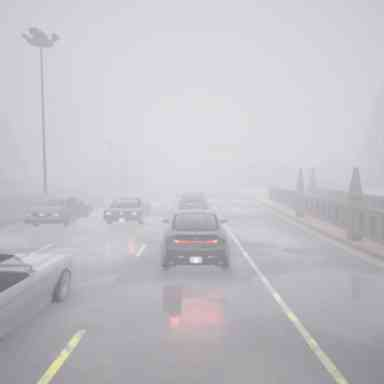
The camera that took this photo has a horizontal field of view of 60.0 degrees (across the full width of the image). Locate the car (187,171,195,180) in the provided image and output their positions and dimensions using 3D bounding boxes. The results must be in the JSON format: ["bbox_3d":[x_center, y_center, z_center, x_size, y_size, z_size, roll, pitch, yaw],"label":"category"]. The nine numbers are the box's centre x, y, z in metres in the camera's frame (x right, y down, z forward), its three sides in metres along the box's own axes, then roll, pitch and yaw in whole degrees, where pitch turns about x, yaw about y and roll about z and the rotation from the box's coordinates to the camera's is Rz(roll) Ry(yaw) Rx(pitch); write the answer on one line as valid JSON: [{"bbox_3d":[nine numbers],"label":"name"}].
[{"bbox_3d":[-0.286,-4.426,90.535,2.150,2.045,5.566,0,4,0],"label":"car"}]

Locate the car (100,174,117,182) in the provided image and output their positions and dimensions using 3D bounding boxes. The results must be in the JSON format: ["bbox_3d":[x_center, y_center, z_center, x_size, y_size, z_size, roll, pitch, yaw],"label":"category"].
[{"bbox_3d":[-17.723,-2.857,72.608,2.033,1.411,5.357,0,4,0],"label":"car"}]

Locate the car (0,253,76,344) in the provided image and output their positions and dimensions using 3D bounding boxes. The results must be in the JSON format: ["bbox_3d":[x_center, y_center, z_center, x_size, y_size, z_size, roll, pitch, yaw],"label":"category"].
[{"bbox_3d":[-3.398,1.559,4.994,1.895,1.301,4.718,0,1,0],"label":"car"}]

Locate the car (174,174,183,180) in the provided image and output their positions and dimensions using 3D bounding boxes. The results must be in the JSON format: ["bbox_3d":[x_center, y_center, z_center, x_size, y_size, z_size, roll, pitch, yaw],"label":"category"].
[{"bbox_3d":[-3.791,-4.200,91.761,1.812,1.442,4.674,0,4,0],"label":"car"}]

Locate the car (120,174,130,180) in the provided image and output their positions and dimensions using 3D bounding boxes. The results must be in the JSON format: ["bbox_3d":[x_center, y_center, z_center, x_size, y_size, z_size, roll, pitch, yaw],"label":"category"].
[{"bbox_3d":[-17.781,-4.010,88.900,1.812,1.442,4.674,0,4,0],"label":"car"}]

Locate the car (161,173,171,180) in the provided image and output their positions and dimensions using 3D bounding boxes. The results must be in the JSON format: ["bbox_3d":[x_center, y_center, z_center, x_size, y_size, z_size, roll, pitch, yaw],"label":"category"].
[{"bbox_3d":[-7.291,-4.199,91.748,1.812,1.442,4.674,0,4,0],"label":"car"}]

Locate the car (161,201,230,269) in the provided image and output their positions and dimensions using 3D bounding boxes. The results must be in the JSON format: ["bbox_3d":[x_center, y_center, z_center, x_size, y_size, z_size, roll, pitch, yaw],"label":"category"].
[{"bbox_3d":[0.091,1.300,10.465,1.837,1.490,4.892,0,2,0],"label":"car"}]

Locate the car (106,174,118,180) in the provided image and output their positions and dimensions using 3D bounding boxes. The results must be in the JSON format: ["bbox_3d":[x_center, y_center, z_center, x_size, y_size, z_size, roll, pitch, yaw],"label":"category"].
[{"bbox_3d":[-21.281,-4.055,88.885,1.882,1.535,5.008,0,4,0],"label":"car"}]

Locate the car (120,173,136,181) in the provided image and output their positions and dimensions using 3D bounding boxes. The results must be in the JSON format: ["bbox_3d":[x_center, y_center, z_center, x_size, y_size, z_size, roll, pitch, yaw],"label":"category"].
[{"bbox_3d":[-14.223,-3.170,72.569,2.150,2.045,5.566,0,4,0],"label":"car"}]

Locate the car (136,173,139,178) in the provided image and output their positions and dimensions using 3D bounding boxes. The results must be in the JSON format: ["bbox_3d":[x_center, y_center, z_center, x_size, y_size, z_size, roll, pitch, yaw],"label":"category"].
[{"bbox_3d":[-14.281,-4.181,88.931,2.097,1.767,4.553,0,4,0],"label":"car"}]

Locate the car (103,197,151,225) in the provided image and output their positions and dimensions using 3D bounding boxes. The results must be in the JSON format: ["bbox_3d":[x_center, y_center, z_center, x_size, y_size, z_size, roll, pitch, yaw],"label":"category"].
[{"bbox_3d":[-3.431,0.934,18.450,1.895,1.301,4.718,0,4,0],"label":"car"}]

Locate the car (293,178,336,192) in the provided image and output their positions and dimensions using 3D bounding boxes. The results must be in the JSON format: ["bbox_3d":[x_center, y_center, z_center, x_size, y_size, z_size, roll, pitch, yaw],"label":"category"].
[{"bbox_3d":[15.721,-0.949,42.222,4.553,1.767,2.097,0,4,2],"label":"car"}]

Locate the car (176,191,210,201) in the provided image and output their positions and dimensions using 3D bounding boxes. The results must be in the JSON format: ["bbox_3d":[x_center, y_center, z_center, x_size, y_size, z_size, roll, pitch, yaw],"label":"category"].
[{"bbox_3d":[0.063,0.673,20.914,1.837,1.490,4.892,0,4,0],"label":"car"}]

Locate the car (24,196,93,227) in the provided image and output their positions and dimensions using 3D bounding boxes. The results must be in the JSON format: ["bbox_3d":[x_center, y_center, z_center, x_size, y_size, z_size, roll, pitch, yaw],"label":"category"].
[{"bbox_3d":[-6.929,0.923,17.834,2.033,1.411,5.357,0,4,0],"label":"car"}]

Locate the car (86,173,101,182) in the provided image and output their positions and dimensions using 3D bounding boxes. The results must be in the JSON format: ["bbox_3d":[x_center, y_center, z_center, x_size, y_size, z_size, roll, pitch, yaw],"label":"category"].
[{"bbox_3d":[-21.223,-3.168,72.545,2.150,2.045,5.566,0,4,0],"label":"car"}]
